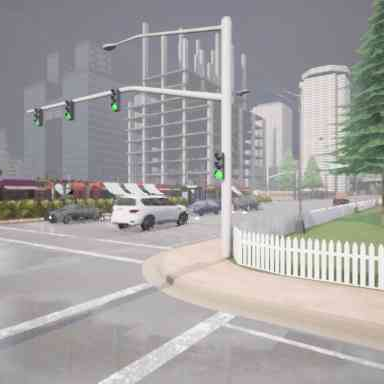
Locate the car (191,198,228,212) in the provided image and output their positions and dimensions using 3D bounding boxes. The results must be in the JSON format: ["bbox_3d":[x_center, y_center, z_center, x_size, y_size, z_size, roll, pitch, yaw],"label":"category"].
[{"bbox_3d":[2.242,1.542,40.399,2.033,1.411,5.357,0,0,34],"label":"car"}]

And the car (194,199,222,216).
[{"bbox_3d":[1.078,1.521,32.421,1.812,1.442,4.674,0,0,34],"label":"car"}]

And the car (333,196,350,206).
[{"bbox_3d":[24.122,1.474,53.635,1.882,1.535,5.008,0,0,34],"label":"car"}]

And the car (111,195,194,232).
[{"bbox_3d":[-2.453,1.218,20.636,2.150,2.045,5.566,0,0,34],"label":"car"}]

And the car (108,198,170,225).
[{"bbox_3d":[-3.874,1.347,25.127,2.097,1.767,4.553,0,0,34],"label":"car"}]

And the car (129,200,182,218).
[{"bbox_3d":[-3.405,1.542,32.064,2.033,1.411,5.357,0,0,34],"label":"car"}]

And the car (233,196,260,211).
[{"bbox_3d":[6.715,1.500,40.747,1.837,1.490,4.892,0,0,34],"label":"car"}]

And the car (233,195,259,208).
[{"bbox_3d":[7.946,1.346,48.751,2.097,1.767,4.553,0,0,35],"label":"car"}]

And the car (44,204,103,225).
[{"bbox_3d":[-8.588,1.558,24.410,1.994,1.385,4.181,0,0,34],"label":"car"}]
